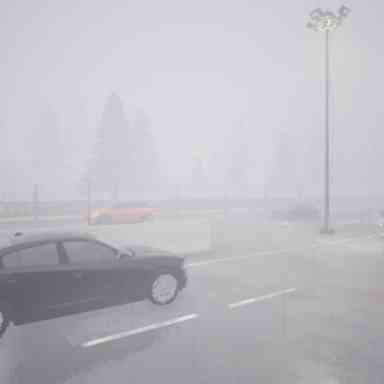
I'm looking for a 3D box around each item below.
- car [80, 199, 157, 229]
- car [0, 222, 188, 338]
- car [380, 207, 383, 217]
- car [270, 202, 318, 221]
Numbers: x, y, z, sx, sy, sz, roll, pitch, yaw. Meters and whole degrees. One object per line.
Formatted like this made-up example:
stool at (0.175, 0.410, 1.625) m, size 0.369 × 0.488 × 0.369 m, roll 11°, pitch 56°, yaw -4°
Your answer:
car at (-4.811, 1.359, 22.069) m, size 4.553 × 1.767 × 2.097 m, roll 0°, pitch 0°, yaw -36°
car at (-2.379, 1.479, 6.348) m, size 5.008 × 1.535 × 1.882 m, roll 0°, pitch 0°, yaw -35°
car at (19.047, 1.548, 30.321) m, size 4.674 × 1.442 × 1.812 m, roll 0°, pitch 0°, yaw -34°
car at (8.456, 1.541, 27.285) m, size 4.674 × 1.442 × 1.812 m, roll 0°, pitch 0°, yaw -35°
